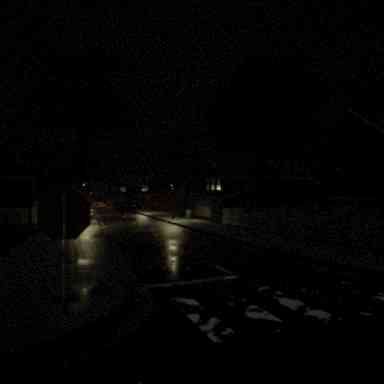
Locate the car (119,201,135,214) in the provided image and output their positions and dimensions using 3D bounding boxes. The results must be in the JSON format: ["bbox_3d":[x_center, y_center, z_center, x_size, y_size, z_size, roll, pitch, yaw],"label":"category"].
[{"bbox_3d":[-10.373,2.403,52.937,2.150,2.045,5.566,0,-1,-17],"label":"car"}]
